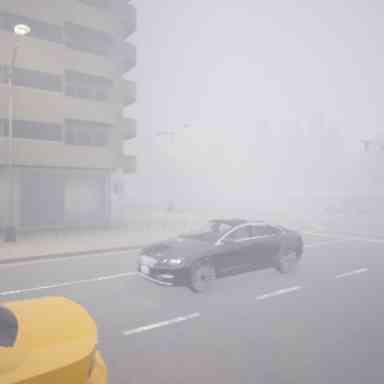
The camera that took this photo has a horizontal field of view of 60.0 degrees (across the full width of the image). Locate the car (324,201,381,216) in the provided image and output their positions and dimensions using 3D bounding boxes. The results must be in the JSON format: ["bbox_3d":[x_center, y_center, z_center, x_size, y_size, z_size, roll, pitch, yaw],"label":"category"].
[{"bbox_3d":[14.963,1.492,31.388,1.895,1.301,4.718,0,0,-33],"label":"car"}]

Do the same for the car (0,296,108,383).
[{"bbox_3d":[-3.011,1.480,1.822,5.008,1.535,1.882,0,0,-35],"label":"car"}]

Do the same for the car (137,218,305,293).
[{"bbox_3d":[0.946,1.482,8.895,4.902,1.511,2.128,0,0,-35],"label":"car"}]
